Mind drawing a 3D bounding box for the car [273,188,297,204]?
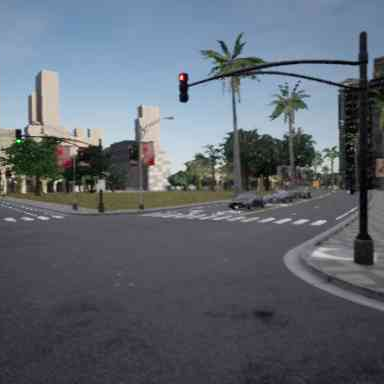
[{"bbox_3d":[10.186,0.494,38.043,1.812,1.442,4.674,0,2,31],"label":"car"}]

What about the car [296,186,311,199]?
[{"bbox_3d":[15.375,0.020,46.934,2.097,1.767,4.553,0,2,30],"label":"car"}]

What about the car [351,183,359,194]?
[{"bbox_3d":[30.250,-0.687,60.655,2.150,2.045,5.566,0,2,27],"label":"car"}]

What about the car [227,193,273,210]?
[{"bbox_3d":[5.119,0.794,29.831,2.033,1.411,5.357,0,2,33],"label":"car"}]
